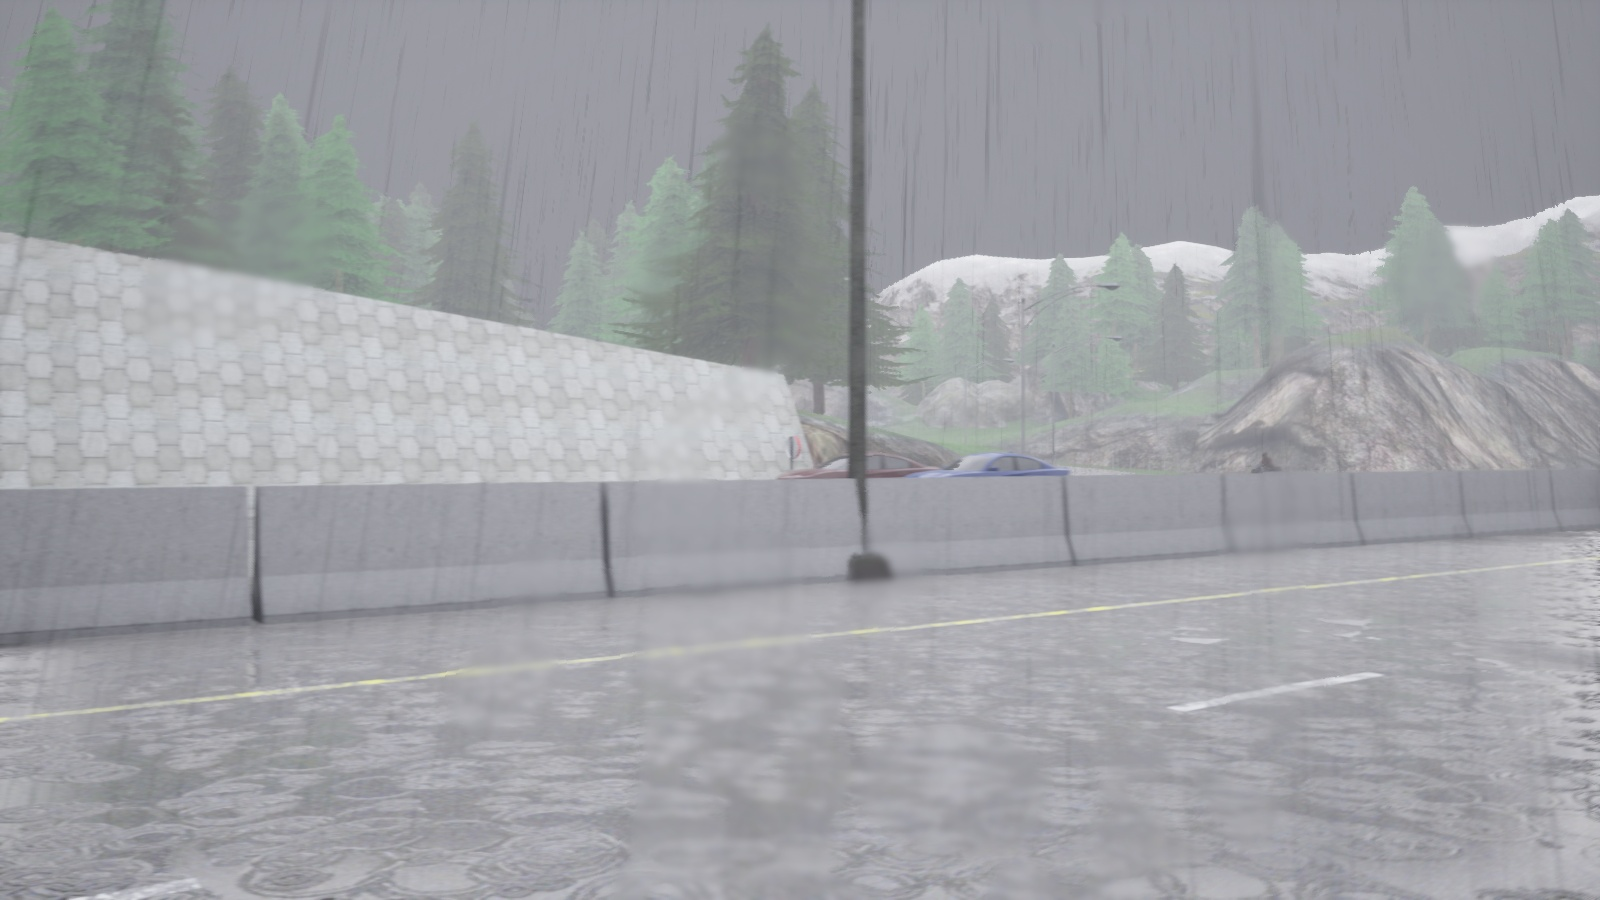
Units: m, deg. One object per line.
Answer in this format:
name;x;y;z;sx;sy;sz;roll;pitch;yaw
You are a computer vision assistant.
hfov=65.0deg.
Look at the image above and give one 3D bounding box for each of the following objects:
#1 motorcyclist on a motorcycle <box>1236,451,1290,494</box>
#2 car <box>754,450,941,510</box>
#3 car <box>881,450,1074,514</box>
motorcyclist on a motorcycle;16.623;0.788;45.080;2.044;1.523;0.797;0;0;-35
car;1.358;0.796;34.455;5.008;1.535;1.882;0;0;-35
car;4.647;0.784;32.480;5.008;1.535;1.882;0;0;-35
